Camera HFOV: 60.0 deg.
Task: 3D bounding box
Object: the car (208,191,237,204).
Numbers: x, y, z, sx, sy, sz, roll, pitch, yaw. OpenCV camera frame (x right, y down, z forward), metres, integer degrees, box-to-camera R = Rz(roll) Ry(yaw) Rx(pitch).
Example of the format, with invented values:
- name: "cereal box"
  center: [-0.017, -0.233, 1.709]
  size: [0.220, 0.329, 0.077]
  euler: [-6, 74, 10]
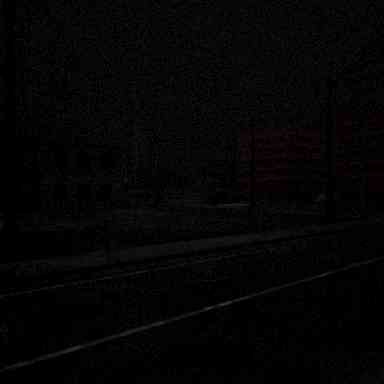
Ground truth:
- name: "car"
  center: [4.952, 0.901, 55.065]
  size: [2.150, 2.045, 5.566]
  euler: [0, 1, -37]
